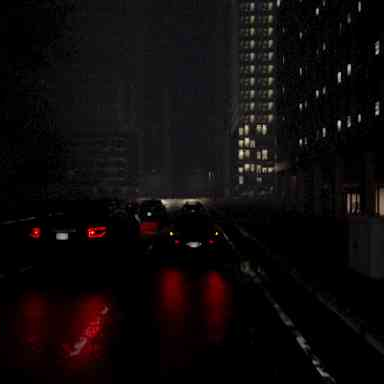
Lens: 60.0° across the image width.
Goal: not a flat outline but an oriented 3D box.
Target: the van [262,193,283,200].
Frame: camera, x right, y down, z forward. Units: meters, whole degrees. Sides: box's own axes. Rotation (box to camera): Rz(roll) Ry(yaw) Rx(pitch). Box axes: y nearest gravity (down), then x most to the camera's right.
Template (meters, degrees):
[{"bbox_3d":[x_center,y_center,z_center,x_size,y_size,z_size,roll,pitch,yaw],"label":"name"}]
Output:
[{"bbox_3d":[18.391,1.120,74.868,3.998,1.788,1.690,0,0,2],"label":"van"}]

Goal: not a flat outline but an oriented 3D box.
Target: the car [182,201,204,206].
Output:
[{"bbox_3d":[0.084,1.414,27.543,1.994,1.385,4.181,0,0,0],"label":"car"}]

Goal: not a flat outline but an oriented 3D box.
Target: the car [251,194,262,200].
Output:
[{"bbox_3d":[17.124,1.283,83.041,4.829,1.417,1.752,0,0,2],"label":"car"}]

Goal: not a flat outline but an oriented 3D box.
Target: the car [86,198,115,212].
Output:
[{"bbox_3d":[-9.831,1.384,36.203,1.994,1.385,4.181,0,0,0],"label":"car"}]

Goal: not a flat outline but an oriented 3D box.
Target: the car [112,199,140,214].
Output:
[{"bbox_3d":[-6.589,1.428,33.707,1.895,1.301,4.718,0,0,0],"label":"car"}]

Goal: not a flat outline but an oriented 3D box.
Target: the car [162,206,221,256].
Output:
[{"bbox_3d":[0.076,1.447,12.568,1.812,1.442,4.674,0,0,0],"label":"car"}]

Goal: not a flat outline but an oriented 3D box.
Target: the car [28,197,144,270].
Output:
[{"bbox_3d":[-3.183,1.154,10.892,2.150,2.045,5.566,0,1,0],"label":"car"}]

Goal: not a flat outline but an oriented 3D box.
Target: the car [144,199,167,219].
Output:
[{"bbox_3d":[-3.168,1.358,27.156,1.837,1.490,4.892,0,1,0],"label":"car"}]
